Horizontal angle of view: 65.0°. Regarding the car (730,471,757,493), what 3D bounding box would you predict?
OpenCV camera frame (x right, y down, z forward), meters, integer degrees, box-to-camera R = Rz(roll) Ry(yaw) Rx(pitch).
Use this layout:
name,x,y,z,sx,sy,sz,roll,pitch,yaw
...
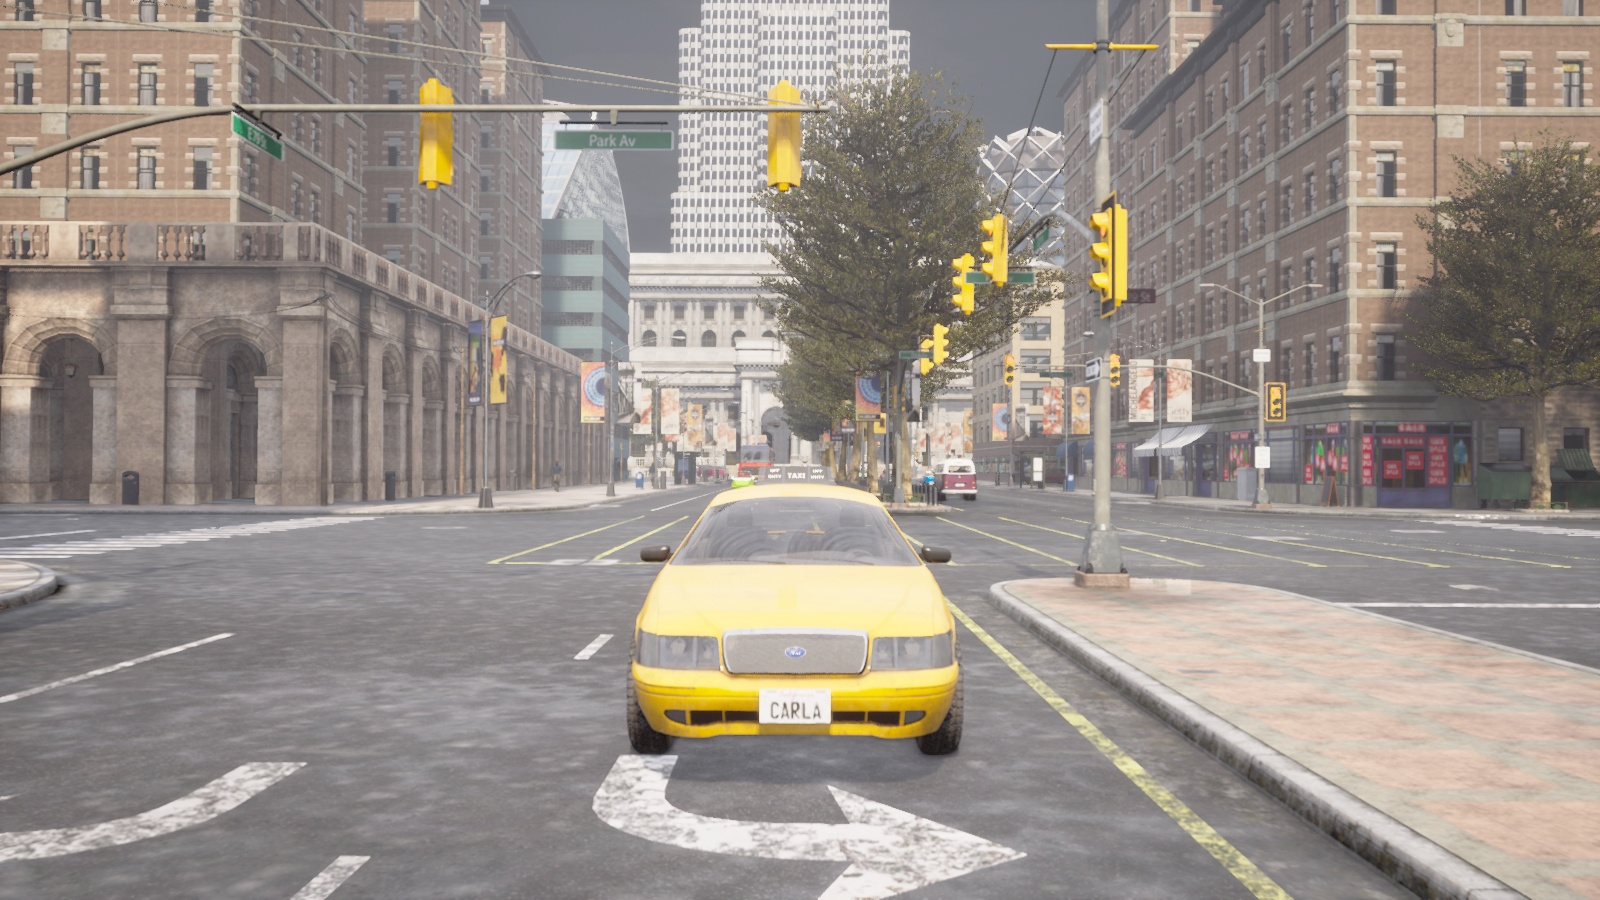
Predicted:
name,x,y,z,sx,sy,sz,roll,pitch,yaw
car,-3.578,2.042,79.963,1.481,1.376,2.207,0,-1,3

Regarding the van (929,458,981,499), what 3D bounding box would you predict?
name,x,y,z,sx,sy,sz,roll,pitch,yaw
van,7.842,1.430,63.780,2.069,2.038,4.480,0,-1,0

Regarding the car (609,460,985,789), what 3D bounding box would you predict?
name,x,y,z,sx,sy,sz,roll,pitch,yaw
car,-0.022,0.877,8.722,1.801,1.575,5.366,0,-1,0

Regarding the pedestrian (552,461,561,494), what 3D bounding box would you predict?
name,x,y,z,sx,sy,sz,roll,pitch,yaw
pedestrian,-13.729,1.553,70.876,0.370,1.835,0.726,0,-1,0
